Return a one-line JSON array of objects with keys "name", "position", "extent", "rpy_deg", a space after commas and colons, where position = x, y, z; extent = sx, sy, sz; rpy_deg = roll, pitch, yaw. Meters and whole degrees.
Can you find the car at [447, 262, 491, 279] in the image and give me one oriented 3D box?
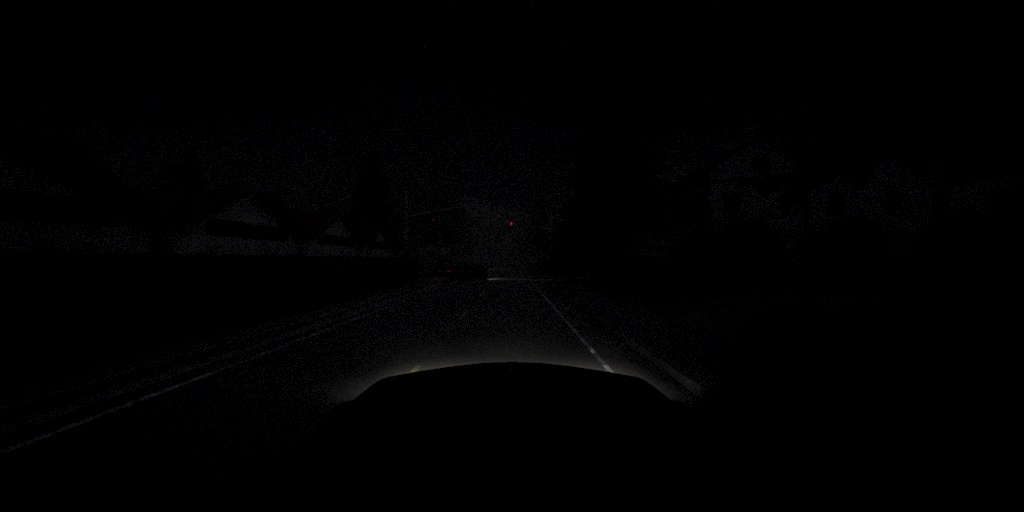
[{"name": "car", "position": [-4.602, 1.647, 37.168], "extent": [4.181, 1.385, 1.994], "rpy_deg": [0, -1, 0]}]
